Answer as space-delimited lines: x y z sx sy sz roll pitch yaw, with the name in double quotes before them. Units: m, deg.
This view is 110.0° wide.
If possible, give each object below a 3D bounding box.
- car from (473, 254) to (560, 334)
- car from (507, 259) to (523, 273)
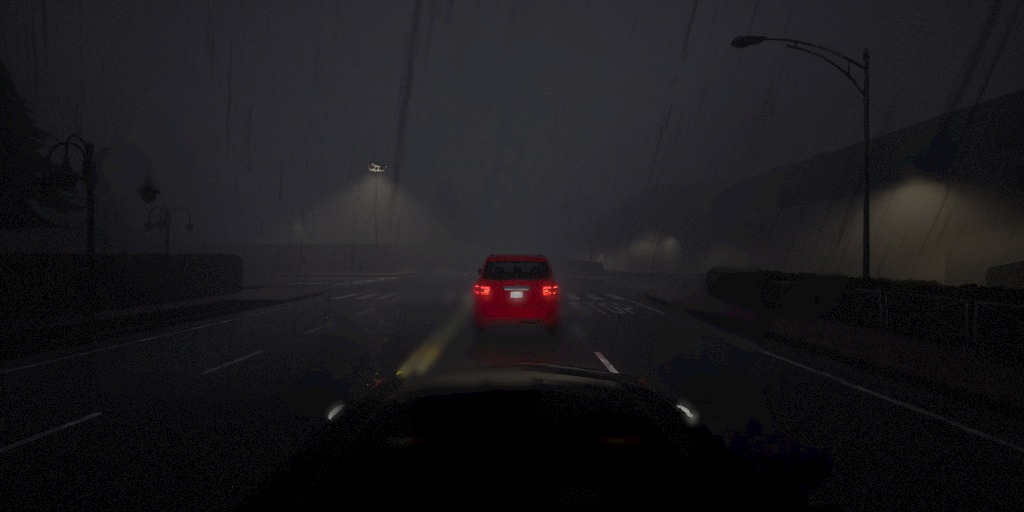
"car" 0.121 0.971 10.812 2.150 2.045 5.566 0 0 0
"car" 0.352 1.228 45.604 1.882 1.535 5.008 0 0 1
